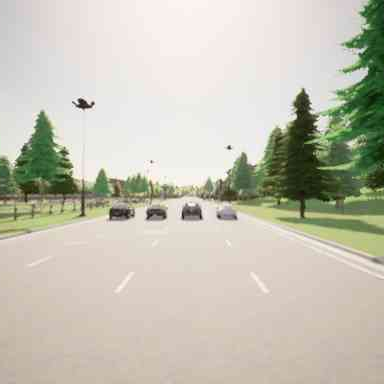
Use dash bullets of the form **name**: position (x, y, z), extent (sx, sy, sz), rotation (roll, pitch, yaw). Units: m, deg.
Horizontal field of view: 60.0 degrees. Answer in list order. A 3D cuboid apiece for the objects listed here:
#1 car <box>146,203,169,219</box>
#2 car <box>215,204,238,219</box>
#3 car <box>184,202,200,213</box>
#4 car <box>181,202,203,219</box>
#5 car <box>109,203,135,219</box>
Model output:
- **car**: position (-3.504, 1.921, 33.906), extent (1.837, 1.490, 4.892), rotation (0, 0, 0)
- **car**: position (3.493, 1.943, 34.026), extent (1.812, 1.442, 4.674), rotation (0, -1, 0)
- **car**: position (0.008, 2.125, 45.886), extent (1.994, 1.385, 4.181), rotation (0, -1, 0)
- **car**: position (-0.006, 1.768, 34.029), extent (2.097, 1.767, 4.553), rotation (0, -1, 0)
- **car**: position (-7.007, 1.888, 33.608), extent (1.882, 1.535, 5.008), rotation (0, -1, 0)
